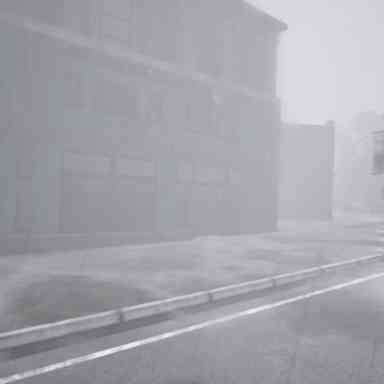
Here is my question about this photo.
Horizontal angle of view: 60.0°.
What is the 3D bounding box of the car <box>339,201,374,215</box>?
[{"bbox_3d":[19.350,1.838,39.366,2.128,1.511,4.902,2,-1,-7],"label":"car"}]
